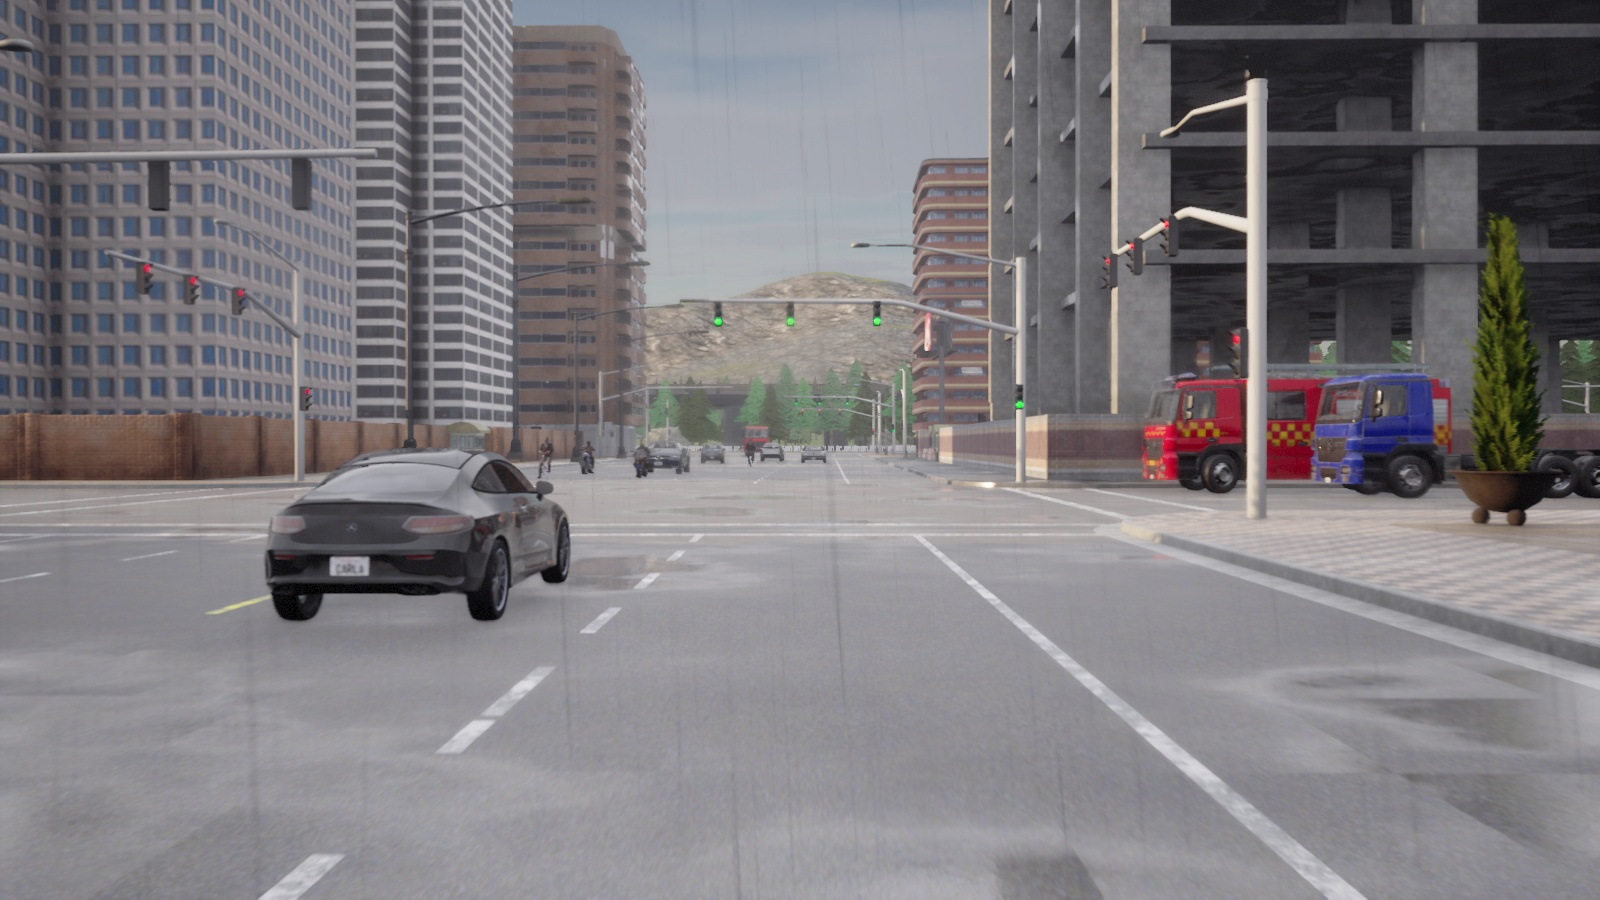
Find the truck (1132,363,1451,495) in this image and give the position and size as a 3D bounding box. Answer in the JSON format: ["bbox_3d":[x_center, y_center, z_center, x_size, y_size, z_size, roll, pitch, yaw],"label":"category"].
[{"bbox_3d":[14.647,-0.620,37.917,8.468,3.827,2.891,0,0,1],"label":"truck"}]

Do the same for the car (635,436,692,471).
[{"bbox_3d":[-6.655,0.171,61.778,2.152,1.651,5.027,0,0,1],"label":"car"}]

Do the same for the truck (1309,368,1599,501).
[{"bbox_3d":[18.486,-0.414,34.375,7.936,3.462,2.891,0,0,1],"label":"truck"}]

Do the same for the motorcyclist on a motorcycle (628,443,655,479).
[{"bbox_3d":[-6.817,0.471,54.181,0.866,1.530,2.191,0,0,1],"label":"motorcyclist on a motorcycle"}]

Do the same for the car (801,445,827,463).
[{"bbox_3d":[1.056,0.315,94.537,1.895,1.301,4.718,0,0,1],"label":"car"}]

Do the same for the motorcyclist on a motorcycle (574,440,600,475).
[{"bbox_3d":[-10.192,0.350,60.134,0.766,1.649,2.350,0,1,1],"label":"motorcyclist on a motorcycle"}]

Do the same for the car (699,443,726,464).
[{"bbox_3d":[-6.279,0.246,90.285,1.845,1.501,3.633,0,0,-2],"label":"car"}]

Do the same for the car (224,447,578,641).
[{"bbox_3d":[-3.416,0.703,11.778,1.812,1.442,4.674,0,0,0],"label":"car"}]
